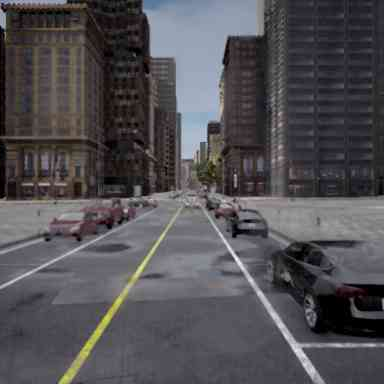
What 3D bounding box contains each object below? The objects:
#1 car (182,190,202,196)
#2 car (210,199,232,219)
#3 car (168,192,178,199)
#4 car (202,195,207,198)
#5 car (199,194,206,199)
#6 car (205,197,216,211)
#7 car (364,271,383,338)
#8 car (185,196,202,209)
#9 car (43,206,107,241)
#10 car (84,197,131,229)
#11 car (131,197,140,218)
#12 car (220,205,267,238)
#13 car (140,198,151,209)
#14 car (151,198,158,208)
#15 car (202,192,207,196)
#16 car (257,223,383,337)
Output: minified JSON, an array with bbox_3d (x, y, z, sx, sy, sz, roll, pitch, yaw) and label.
[{"bbox_3d":[0.001,1.128,53.496,2.150,2.045,5.566,0,0,0],"label":"car"},{"bbox_3d":[2.765,1.566,28.205,1.802,1.307,4.206,0,0,0],"label":"car"},{"bbox_3d":[-5.498,1.260,89.745,1.887,1.381,4.507,0,0,0],"label":"car"},{"bbox_3d":[2.767,1.502,46.372,1.947,1.339,4.313,0,0,0],"label":"car"},{"bbox_3d":[3.062,1.224,95.232,1.887,1.381,4.507,0,0,0],"label":"car"},{"bbox_3d":[2.766,1.525,39.007,1.947,1.339,4.313,0,0,0],"label":"car"},{"bbox_3d":[2.763,1.544,1.207,1.887,1.381,4.507,0,0,0],"label":"car"},{"bbox_3d":[0.000,1.547,43.313,1.895,1.301,4.718,0,0,0],"label":"car"},{"bbox_3d":[-5.762,1.578,16.447,1.802,1.307,4.206,0,0,0],"label":"car"},{"bbox_3d":[-5.761,1.308,21.747,2.192,1.841,5.009,0,0,0],"label":"car"},{"bbox_3d":[-5.760,1.426,27.049,1.967,1.590,4.097,0,0,0],"label":"car"},{"bbox_3d":[2.764,1.561,17.406,1.947,1.339,4.313,0,0,0],"label":"car"},{"bbox_3d":[-7.497,1.343,40.453,4.403,1.369,2.008,-1,1,-9],"label":"car"},{"bbox_3d":[-5.759,1.518,46.378,1.802,1.307,4.206,0,0,0],"label":"car"},{"bbox_3d":[3.028,1.030,89.690,2.192,1.841,5.009,0,0,0],"label":"car"},{"bbox_3d":[2.763,1.565,6.606,1.947,1.339,4.313,0,0,0],"label":"car"}]
